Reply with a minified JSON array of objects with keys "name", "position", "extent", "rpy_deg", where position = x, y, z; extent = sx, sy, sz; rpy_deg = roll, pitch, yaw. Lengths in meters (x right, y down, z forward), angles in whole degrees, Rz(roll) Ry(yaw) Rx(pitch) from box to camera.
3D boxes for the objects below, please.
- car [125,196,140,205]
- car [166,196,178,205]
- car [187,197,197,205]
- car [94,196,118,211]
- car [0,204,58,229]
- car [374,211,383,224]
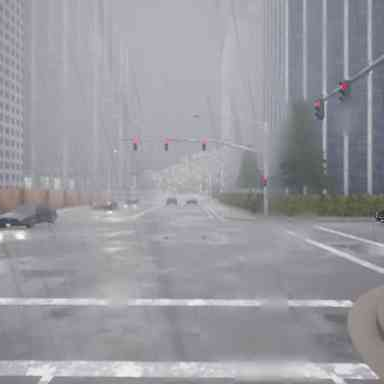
[{"name":"car","position":[-10.500,1.514,59.026],"extent":[1.882,1.535,5.008],"rpy_deg":[0,0,0]},{"name":"car","position":[-3.500,1.499,58.774],"extent":[1.837,1.490,4.892],"rpy_deg":[0,0,0]},{"name":"car","position":[0.000,1.595,58.803],"extent":[1.895,1.301,4.718],"rpy_deg":[0,0,0]},{"name":"car","position":[-10.589,1.348,41.118],"extent":[2.097,1.767,4.553],"rpy_deg":[0,0,0]},{"name":"car","position":[-10.595,1.517,21.816],"extent":[2.033,1.411,5.357],"rpy_deg":[0,0,0]},{"name":"car","position":[14.551,1.543,21.601],"extent":[4.718,1.301,1.895],"rpy_deg":[0,0,0]}]
